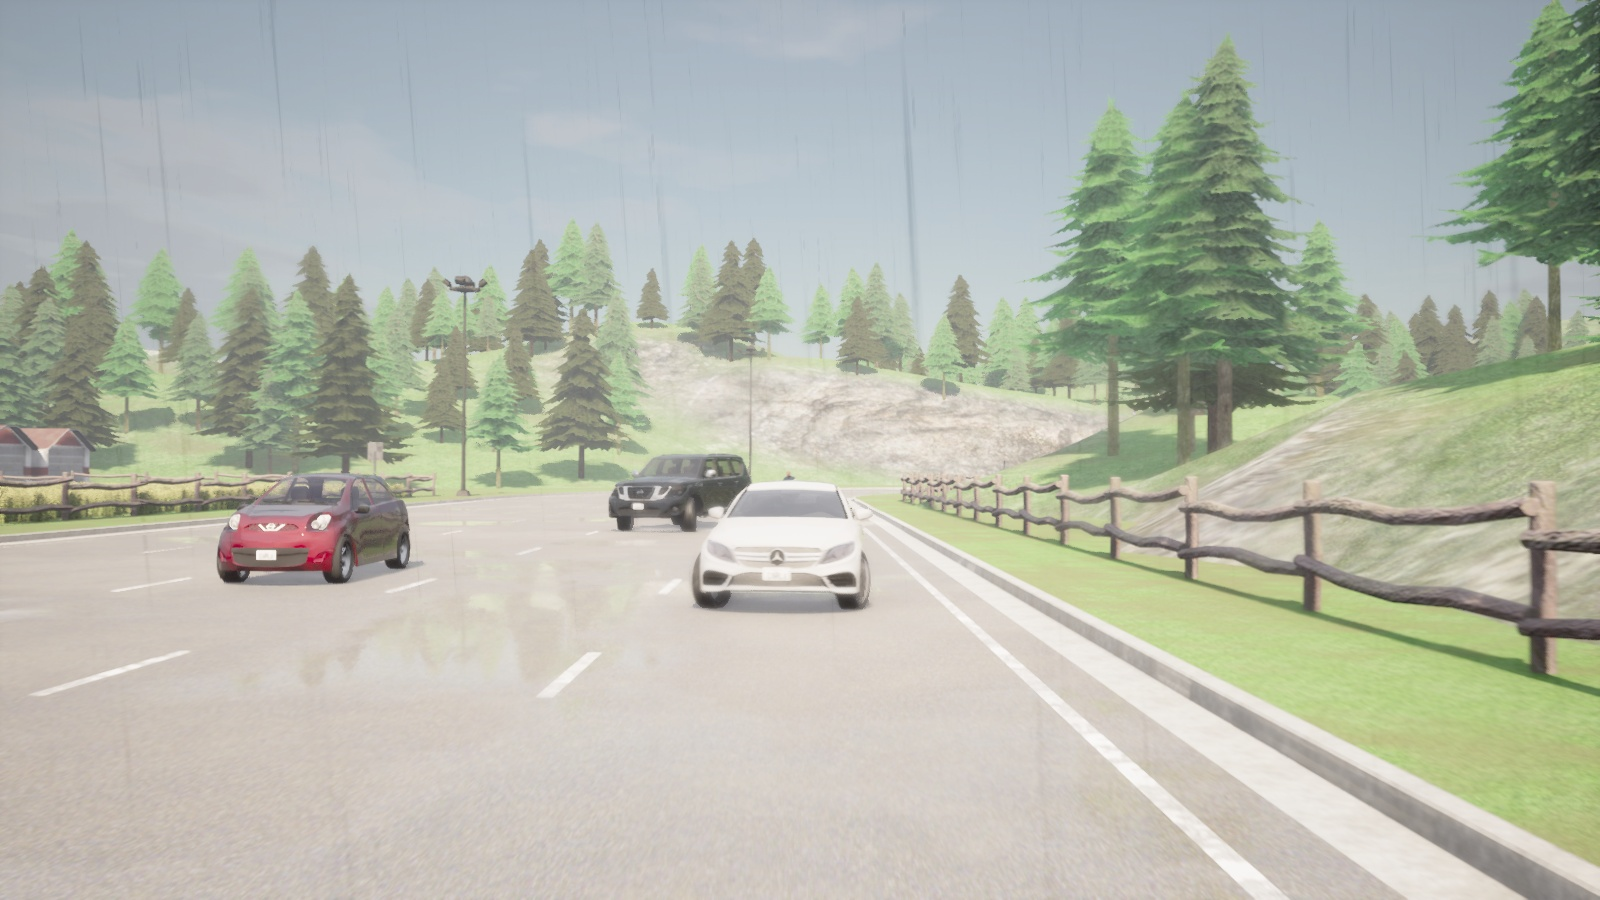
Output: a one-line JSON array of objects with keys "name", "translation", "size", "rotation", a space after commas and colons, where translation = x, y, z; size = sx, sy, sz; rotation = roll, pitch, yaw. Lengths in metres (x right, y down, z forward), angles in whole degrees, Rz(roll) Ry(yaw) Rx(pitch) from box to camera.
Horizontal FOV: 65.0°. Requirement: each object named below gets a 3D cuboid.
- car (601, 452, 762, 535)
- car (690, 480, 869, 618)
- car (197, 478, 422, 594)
[{"name": "car", "translation": [-3.062, 1.123, 33.917], "size": [2.150, 2.045, 5.566], "rotation": [-1, -1, 20]}, {"name": "car", "translation": [-0.098, 1.110, 15.771], "size": [1.812, 1.442, 4.674], "rotation": [0, -1, 4]}, {"name": "car", "translation": [-6.982, 1.168, 18.289], "size": [1.845, 1.501, 3.633], "rotation": [0, -1, 0]}]
